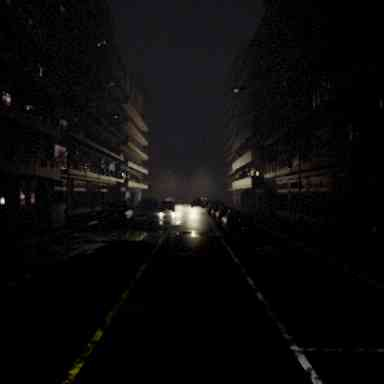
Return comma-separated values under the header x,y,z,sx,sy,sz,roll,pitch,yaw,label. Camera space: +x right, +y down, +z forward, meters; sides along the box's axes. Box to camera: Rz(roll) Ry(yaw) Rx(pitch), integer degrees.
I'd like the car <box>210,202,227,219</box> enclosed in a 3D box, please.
x,y,z,sx,sy,sz,roll,pitch,yaw,label
2.698,1.724,25.353,2.008,1.369,4.403,0,0,0,car

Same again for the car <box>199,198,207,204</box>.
x,y,z,sx,sy,sz,roll,pitch,yaw,label
2.711,2.173,82.138,1.752,1.417,4.829,0,-1,0,car

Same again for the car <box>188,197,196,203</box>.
x,y,z,sx,sy,sz,roll,pitch,yaw,label
0.026,2.069,88.719,1.882,1.535,5.008,0,-1,0,car

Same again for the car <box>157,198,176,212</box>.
x,y,z,sx,sy,sz,roll,pitch,yaw,label
-3.077,1.820,42.553,1.812,1.442,4.674,0,-1,0,car

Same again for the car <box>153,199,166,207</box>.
x,y,z,sx,sy,sz,roll,pitch,yaw,label
-5.674,1.984,59.346,1.887,1.381,4.507,0,-1,0,car

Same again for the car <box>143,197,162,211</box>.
x,y,z,sx,sy,sz,roll,pitch,yaw,label
-5.678,1.655,48.024,2.192,1.841,5.009,0,0,0,car

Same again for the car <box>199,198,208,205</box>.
x,y,z,sx,sy,sz,roll,pitch,yaw,label
2.710,2.137,76.310,1.887,1.381,4.507,0,-1,0,car

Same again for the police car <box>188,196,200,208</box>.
x,y,z,sx,sy,sz,roll,pitch,yaw,label
0.817,1.830,55.377,1.930,1.638,5.238,0,-1,-2,police car

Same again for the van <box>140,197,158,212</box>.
x,y,z,sx,sy,sz,roll,pitch,yaw,label
-5.678,1.634,42.364,1.690,1.788,3.998,0,0,0,van

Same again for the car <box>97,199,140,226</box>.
x,y,z,sx,sy,sz,roll,pitch,yaw,label
-5.683,1.488,25.378,2.192,1.841,5.009,0,0,0,car

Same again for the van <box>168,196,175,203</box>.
x,y,z,sx,sy,sz,roll,pitch,yaw,label
-5.666,2.101,93.318,1.690,1.788,3.998,0,-1,0,van

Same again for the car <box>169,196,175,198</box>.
x,y,z,sx,sy,sz,roll,pitch,yaw,label
-5.668,2.170,81.823,1.752,1.417,4.829,0,-1,0,car

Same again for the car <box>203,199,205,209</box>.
x,y,z,sx,sy,sz,roll,pitch,yaw,label
2.702,1.875,42.339,1.802,1.307,4.206,0,0,0,car

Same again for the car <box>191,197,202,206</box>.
x,y,z,sx,sy,sz,roll,pitch,yaw,label
0.919,1.844,65.257,2.097,1.767,4.553,0,-1,0,car

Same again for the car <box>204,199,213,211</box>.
x,y,z,sx,sy,sz,roll,pitch,yaw,label
2.701,1.692,36.676,1.967,1.590,4.097,0,0,0,car

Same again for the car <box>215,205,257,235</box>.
x,y,z,sx,sy,sz,roll,pitch,yaw,label
2.696,1.685,19.691,2.008,1.369,4.403,0,0,0,car

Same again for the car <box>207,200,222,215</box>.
x,y,z,sx,sy,sz,roll,pitch,yaw,label
2.699,1.756,31.016,1.887,1.381,4.507,0,0,0,car

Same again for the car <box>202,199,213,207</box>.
x,y,z,sx,sy,sz,roll,pitch,yaw,label
2.706,1.967,59.490,1.752,1.417,4.829,0,-1,0,car

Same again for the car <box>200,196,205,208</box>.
x,y,z,sx,sy,sz,roll,pitch,yaw,label
2.704,1.829,53.659,1.967,1.590,4.097,0,-1,0,car

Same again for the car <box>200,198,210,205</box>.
x,y,z,sx,sy,sz,roll,pitch,yaw,label
2.709,2.086,70.645,1.887,1.381,4.507,0,-1,0,car
